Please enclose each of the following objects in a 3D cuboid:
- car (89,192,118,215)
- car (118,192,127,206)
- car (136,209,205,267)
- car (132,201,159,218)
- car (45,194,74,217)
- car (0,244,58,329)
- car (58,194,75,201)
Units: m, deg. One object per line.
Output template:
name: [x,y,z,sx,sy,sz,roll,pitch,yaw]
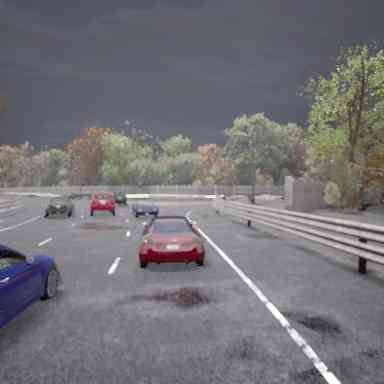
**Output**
car: [-8.477,1.057,31.354,2.150,2.045,5.566,0,0,-17]
car: [-10.777,0.971,46.844,2.150,2.045,5.566,0,0,-25]
car: [-0.751,1.498,11.304,1.994,1.385,4.181,0,0,-6]
car: [-4.071,1.443,28.328,1.895,1.301,4.718,0,0,-15]
car: [-11.598,1.207,29.407,2.097,1.767,4.553,0,0,-16]
car: [-3.684,1.503,5.234,1.812,1.442,4.674,0,0,-3]
car: [-27.539,1.139,72.888,1.837,1.490,4.892,0,0,-43]
